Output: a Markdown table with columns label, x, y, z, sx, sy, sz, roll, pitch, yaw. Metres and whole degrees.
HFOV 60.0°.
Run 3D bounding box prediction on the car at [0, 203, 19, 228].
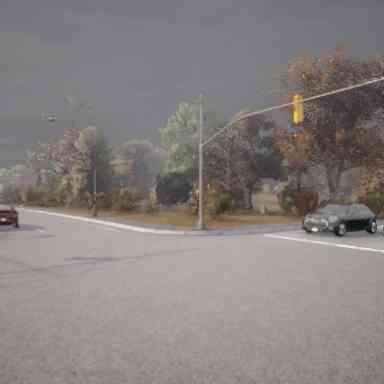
| label | x | y | z | sx | sy | sz | roll | pitch | yaw |
| --- | --- | --- | --- | --- | --- | --- | --- | --- | --- |
| car | -12.553 | 1.468 | 21.464 | 1.882 | 1.535 | 5.008 | 0 | 0 | -38 |

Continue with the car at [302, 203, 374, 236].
| label | x | y | z | sx | sy | sz | roll | pitch | yaw |
| --- | --- | --- | --- | --- | --- | --- | --- | --- | --- |
| car | 8.234 | 1.400 | 18.513 | 4.553 | 1.767 | 2.097 | 1 | -1 | -34 |

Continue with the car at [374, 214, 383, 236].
| label | x | y | z | sx | sy | sz | roll | pitch | yaw |
| --- | --- | --- | --- | --- | --- | --- | --- | --- | --- |
| car | 11.352 | 1.620 | 16.413 | 5.357 | 1.411 | 2.033 | 1 | -1 | -39 |
